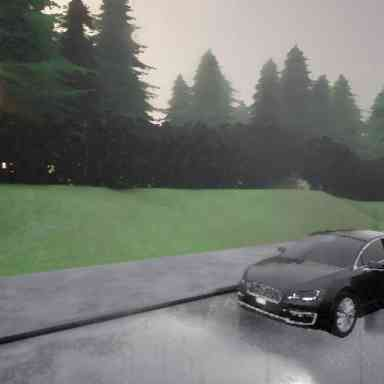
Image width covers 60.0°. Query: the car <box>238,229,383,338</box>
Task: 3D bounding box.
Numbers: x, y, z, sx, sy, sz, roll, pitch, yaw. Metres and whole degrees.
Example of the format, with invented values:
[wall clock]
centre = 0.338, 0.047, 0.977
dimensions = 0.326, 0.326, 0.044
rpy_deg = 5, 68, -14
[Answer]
[car]
centre = 3.103, 1.563, 6.817
dimensions = 4.892, 1.490, 1.837
rpy_deg = 1, -1, -35
